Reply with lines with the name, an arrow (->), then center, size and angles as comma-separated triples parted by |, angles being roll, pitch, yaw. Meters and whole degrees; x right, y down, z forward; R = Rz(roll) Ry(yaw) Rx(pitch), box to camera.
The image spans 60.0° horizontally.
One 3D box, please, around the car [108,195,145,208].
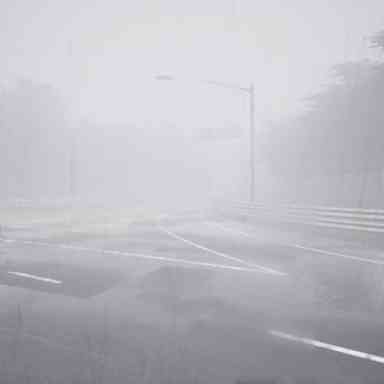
car -> -8.019, 1.180, 40.948 | 2.128, 1.511, 4.902 | 0, 1, 42
